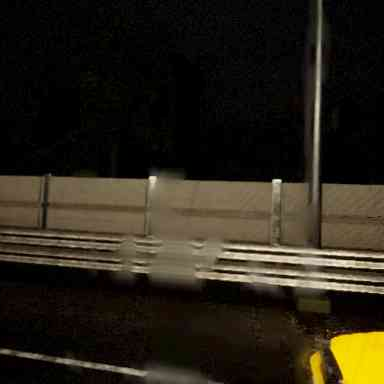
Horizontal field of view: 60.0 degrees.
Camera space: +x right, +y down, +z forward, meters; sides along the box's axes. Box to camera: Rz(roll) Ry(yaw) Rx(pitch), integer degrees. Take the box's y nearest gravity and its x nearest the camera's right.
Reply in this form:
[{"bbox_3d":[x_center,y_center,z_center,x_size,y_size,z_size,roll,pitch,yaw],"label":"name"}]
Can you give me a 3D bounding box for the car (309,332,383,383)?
[{"bbox_3d":[3.831,1.724,2.721,5.366,1.575,1.801,2,-2,13],"label":"car"}]
